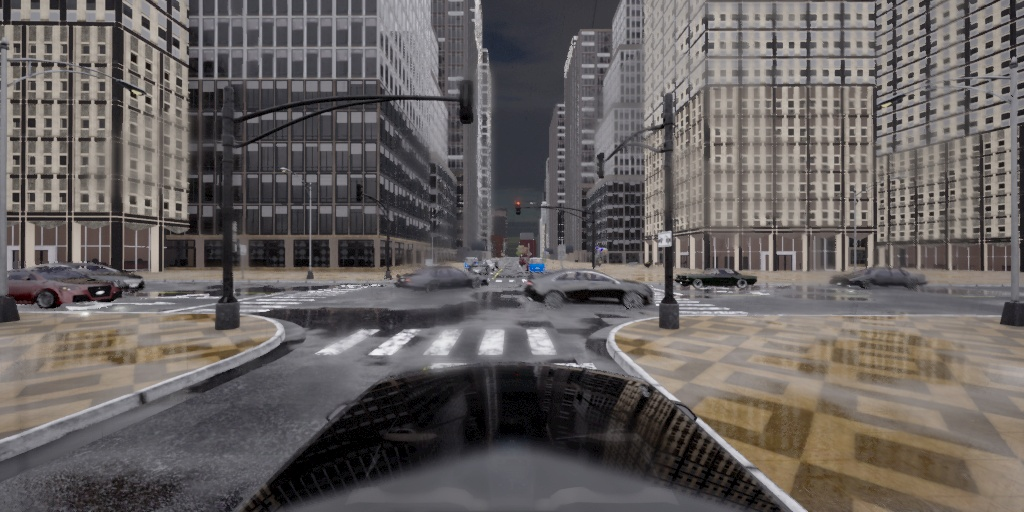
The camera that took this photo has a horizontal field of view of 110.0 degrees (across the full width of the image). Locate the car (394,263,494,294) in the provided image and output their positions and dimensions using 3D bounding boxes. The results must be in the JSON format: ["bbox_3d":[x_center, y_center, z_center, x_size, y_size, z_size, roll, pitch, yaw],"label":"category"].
[{"bbox_3d":[-3.882,1.296,20.316,5.357,1.411,2.033,0,0,-44],"label":"car"}]

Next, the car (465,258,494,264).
[{"bbox_3d":[-3.232,1.241,35.655,2.128,1.511,4.902,0,0,0],"label":"car"}]

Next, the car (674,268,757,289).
[{"bbox_3d":[13.492,1.483,23.989,4.718,1.301,1.895,0,0,-1],"label":"car"}]

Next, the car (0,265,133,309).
[{"bbox_3d":[-17.423,1.167,13.395,4.181,1.385,1.994,1,0,-1],"label":"car"}]

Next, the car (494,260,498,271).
[{"bbox_3d":[-3.192,1.275,45.829,1.812,1.442,4.674,0,0,0],"label":"car"}]

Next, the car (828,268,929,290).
[{"bbox_3d":[24.711,1.503,24.223,5.357,1.411,2.033,0,0,-1],"label":"car"}]

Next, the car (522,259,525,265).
[{"bbox_3d":[2.618,1.295,45.359,1.888,1.381,4.507,0,0,0],"label":"car"}]

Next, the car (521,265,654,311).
[{"bbox_3d":[2.884,1.252,13.813,4.902,1.511,2.128,0,0,-1],"label":"car"}]

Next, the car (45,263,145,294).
[{"bbox_3d":[-19.989,1.091,16.593,4.902,1.511,2.128,0,0,-1],"label":"car"}]

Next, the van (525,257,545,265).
[{"bbox_3d":[2.686,1.090,39.821,1.690,1.789,3.998,0,0,0],"label":"van"}]
